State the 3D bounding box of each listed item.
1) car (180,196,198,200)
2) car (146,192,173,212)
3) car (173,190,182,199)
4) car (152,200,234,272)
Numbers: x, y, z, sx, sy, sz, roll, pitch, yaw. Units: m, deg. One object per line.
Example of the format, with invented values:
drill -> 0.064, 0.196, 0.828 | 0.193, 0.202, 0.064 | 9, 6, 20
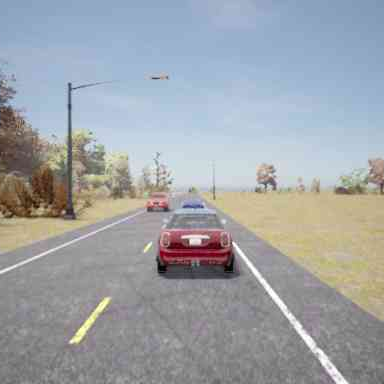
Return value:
car -> 0.100, 1.352, 28.614 | 1.882, 1.535, 5.008 | 0, 0, 0
car -> -3.589, 1.063, 35.953 | 2.150, 2.045, 5.566 | 0, 0, 0
car -> -3.490, 0.576, 76.436 | 2.150, 2.045, 5.566 | 0, 0, 0
car -> 0.092, 1.304, 10.776 | 2.097, 1.767, 4.553 | 0, 0, 0
